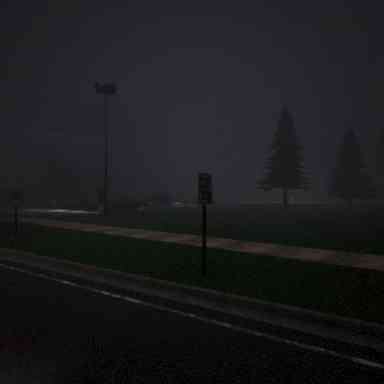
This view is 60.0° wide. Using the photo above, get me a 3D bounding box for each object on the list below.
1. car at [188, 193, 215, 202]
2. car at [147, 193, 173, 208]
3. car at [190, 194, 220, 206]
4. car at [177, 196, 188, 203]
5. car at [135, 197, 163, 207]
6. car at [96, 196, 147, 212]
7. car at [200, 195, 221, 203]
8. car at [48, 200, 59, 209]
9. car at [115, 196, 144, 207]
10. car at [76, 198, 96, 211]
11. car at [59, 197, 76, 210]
[{"bbox_3d":[2.272,1.208,60.543,2.150,2.045,5.566,0,1,37],"label":"car"},{"bbox_3d":[-5.231,1.214,49.885,2.150,2.045,5.566,0,0,35],"label":"car"},{"bbox_3d":[2.218,1.497,54.419,1.837,1.490,4.892,0,0,35],"label":"car"},{"bbox_3d":[-1.227,1.558,67.695,1.994,1.385,4.181,0,0,35],"label":"car"},{"bbox_3d":[-6.927,1.517,53.551,1.812,1.442,4.674,0,0,35],"label":"car"},{"bbox_3d":[-8.267,1.540,39.437,2.033,1.411,5.357,0,0,35],"label":"car"},{"bbox_3d":[3.909,1.470,68.916,1.882,1.535,5.008,0,0,35],"label":"car"},{"bbox_3d":[-17.016,1.468,45.246,1.882,1.535,5.008,0,0,35],"label":"car"},{"bbox_3d":[-10.237,1.491,54.939,1.837,1.490,4.892,0,1,35],"label":"car"},{"bbox_3d":[-11.206,1.539,41.342,2.033,1.411,5.357,0,0,35],"label":"car"},{"bbox_3d":[-14.366,1.555,42.930,1.994,1.385,4.181,0,0,35],"label":"car"}]
